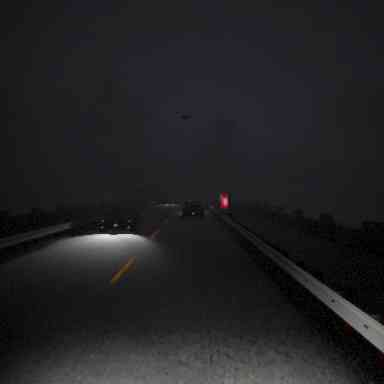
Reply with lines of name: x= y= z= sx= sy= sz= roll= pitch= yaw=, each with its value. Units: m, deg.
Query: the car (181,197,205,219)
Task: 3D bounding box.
car: x=0.099 y=1.512 z=29.244 sx=2.128 sy=1.511 sz=4.902 roll=0 pitch=0 yaw=0

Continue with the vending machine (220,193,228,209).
vending machine: x=4.301 y=1.227 z=44.764 sx=1.100 sy=2.100 sz=0.880 roll=0 pitch=0 yaw=0

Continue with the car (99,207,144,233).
car: x=-4.087 y=1.578 z=19.735 sx=1.994 sy=1.385 sz=4.181 roll=0 pitch=0 yaw=0

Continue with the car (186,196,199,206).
car: x=0.099 y=1.530 z=55.263 sx=2.128 sy=1.511 sz=4.902 roll=0 pitch=0 yaw=0

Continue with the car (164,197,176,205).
car: x=-4.015 y=1.598 z=61.223 sx=1.994 sy=1.385 sz=4.181 roll=0 pitch=0 yaw=1
